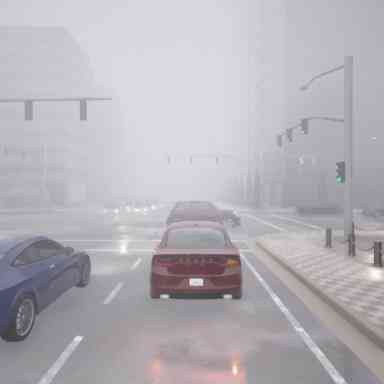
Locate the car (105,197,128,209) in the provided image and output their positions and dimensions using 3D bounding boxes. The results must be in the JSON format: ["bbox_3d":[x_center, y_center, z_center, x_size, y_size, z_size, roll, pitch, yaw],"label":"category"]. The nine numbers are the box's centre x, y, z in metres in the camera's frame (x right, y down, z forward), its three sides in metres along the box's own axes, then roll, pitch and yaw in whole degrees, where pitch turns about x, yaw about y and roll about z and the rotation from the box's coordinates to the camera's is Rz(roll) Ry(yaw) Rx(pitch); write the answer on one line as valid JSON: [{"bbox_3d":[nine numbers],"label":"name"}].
[{"bbox_3d":[-10.520,1.503,45.539,1.837,1.490,4.892,0,0,0],"label":"car"}]

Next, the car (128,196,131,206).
[{"bbox_3d":[-10.494,1.489,54.767,2.128,1.511,4.902,0,0,0],"label":"car"}]

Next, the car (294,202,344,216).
[{"bbox_3d":[12.036,1.544,30.908,4.718,1.301,1.895,0,0,1],"label":"car"}]

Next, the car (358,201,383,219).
[{"bbox_3d":[16.327,1.435,27.364,4.902,1.511,2.128,0,0,0],"label":"car"}]

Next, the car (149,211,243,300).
[{"bbox_3d":[0.094,1.477,8.481,1.882,1.535,5.008,0,0,0],"label":"car"}]

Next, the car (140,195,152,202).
[{"bbox_3d":[-10.371,1.475,75.152,1.882,1.535,5.008,0,0,0],"label":"car"}]

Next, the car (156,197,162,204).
[{"bbox_3d":[-6.979,1.489,57.933,2.128,1.511,4.902,0,0,0],"label":"car"}]

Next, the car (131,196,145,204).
[{"bbox_3d":[-10.425,1.561,64.765,1.994,1.385,4.181,0,0,1],"label":"car"}]

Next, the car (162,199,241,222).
[{"bbox_3d":[0.705,1.305,20.278,4.553,1.767,2.097,0,0,0],"label":"car"}]

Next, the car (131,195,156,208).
[{"bbox_3d":[-7.013,1.490,48.626,2.128,1.511,4.902,0,0,0],"label":"car"}]

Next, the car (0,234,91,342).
[{"bbox_3d":[-3.419,1.525,6.352,1.812,1.442,4.674,0,0,0],"label":"car"}]
